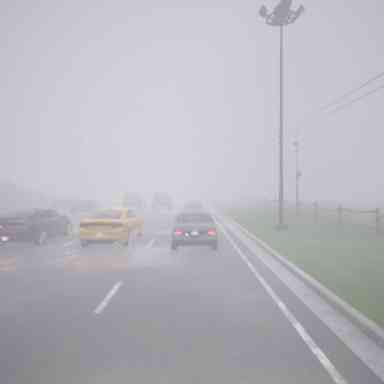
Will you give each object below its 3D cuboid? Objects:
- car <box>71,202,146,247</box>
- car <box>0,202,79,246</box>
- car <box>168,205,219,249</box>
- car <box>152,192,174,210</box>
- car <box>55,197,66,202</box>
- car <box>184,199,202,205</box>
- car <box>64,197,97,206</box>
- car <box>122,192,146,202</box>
[{"bbox_3d":[-3.405,1.412,14.663,1.882,1.535,5.008,0,0,0],"label":"car"},{"bbox_3d":[-6.917,1.441,14.768,1.837,1.490,4.892,0,1,0],"label":"car"},{"bbox_3d":[0.096,1.483,14.135,2.033,1.411,5.357,0,0,0],"label":"car"},{"bbox_3d":[-3.411,1.045,39.309,2.150,2.045,5.566,0,0,0],"label":"car"},{"bbox_3d":[-13.911,1.337,37.316,1.837,1.490,4.892,0,0,0],"label":"car"},{"bbox_3d":[0.090,1.437,36.722,1.895,1.301,4.718,0,0,0],"label":"car"},{"bbox_3d":[-10.409,1.400,32.854,2.033,1.411,5.357,0,0,0],"label":"car"},{"bbox_3d":[-6.910,1.042,39.897,2.150,2.045,5.566,0,0,0],"label":"car"}]
